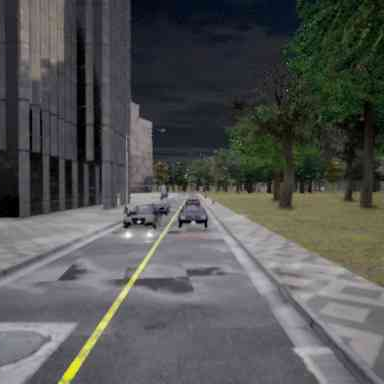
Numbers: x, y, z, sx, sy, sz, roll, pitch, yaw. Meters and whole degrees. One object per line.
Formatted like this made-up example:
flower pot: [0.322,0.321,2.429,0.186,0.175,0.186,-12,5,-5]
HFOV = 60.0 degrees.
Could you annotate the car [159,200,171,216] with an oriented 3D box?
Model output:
car: [-3.000,1.472,30.956,1.895,1.301,4.718,0,0,0]

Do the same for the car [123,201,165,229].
car: [-3.024,1.500,20.919,1.994,1.385,4.181,0,0,0]

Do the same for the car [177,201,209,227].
car: [0.072,1.531,22.006,1.895,1.301,4.718,0,0,0]

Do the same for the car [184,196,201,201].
car: [0.090,1.280,42.938,1.837,1.490,4.892,0,1,0]
